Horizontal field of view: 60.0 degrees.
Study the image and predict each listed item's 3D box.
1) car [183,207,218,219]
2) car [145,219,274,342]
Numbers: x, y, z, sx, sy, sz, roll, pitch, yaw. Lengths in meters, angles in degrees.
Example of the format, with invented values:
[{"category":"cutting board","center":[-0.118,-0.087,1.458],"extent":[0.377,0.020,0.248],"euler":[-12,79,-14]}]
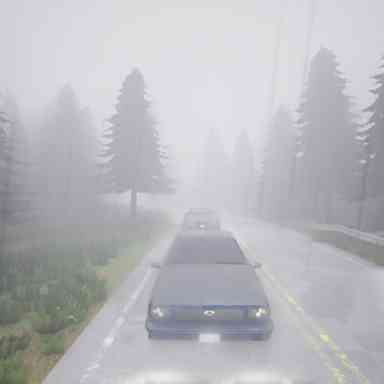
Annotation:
[{"category":"car","center":[0.482,1.584,19.172],"extent":[1.994,1.385,4.181],"euler":[0,0,-2]},{"category":"car","center":[0.286,1.558,7.088],"extent":[2.033,1.411,5.357],"euler":[0,0,1]}]
